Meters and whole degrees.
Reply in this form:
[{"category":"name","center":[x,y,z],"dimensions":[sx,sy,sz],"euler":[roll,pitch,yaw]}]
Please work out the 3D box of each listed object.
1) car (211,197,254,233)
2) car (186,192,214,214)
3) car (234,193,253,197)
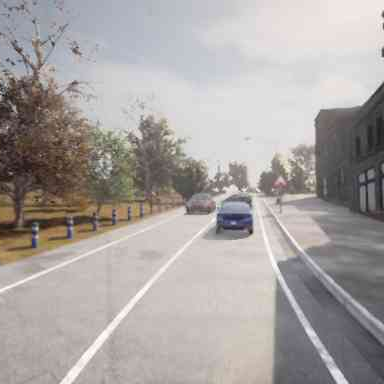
[{"category":"car","center":[2.410,1.289,18.437],"dimensions":[1.882,1.535,5.008],"euler":[-1,1,10]},{"category":"car","center":[0.815,0.947,29.201],"dimensions":[2.097,1.767,4.553],"euler":[0,1,10]},{"category":"car","center":[5.625,0.855,36.518],"dimensions":[1.837,1.490,4.892],"euler":[0,0,10]}]
